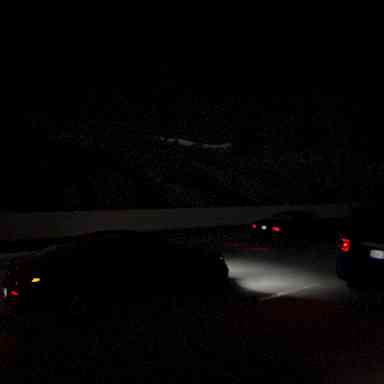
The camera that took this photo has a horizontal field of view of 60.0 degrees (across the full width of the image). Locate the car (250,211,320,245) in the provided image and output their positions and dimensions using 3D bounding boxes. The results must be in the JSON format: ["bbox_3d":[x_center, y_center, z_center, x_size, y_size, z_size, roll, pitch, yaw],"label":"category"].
[{"bbox_3d":[5.200,1.624,16.054,5.357,1.411,2.033,0,0,-36],"label":"car"}]

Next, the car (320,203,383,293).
[{"bbox_3d":[5.657,1.273,7.795,5.566,2.045,2.150,0,0,-36],"label":"car"}]

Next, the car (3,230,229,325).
[{"bbox_3d":[-1.331,1.542,7.090,4.674,1.442,1.812,0,0,-36],"label":"car"}]
